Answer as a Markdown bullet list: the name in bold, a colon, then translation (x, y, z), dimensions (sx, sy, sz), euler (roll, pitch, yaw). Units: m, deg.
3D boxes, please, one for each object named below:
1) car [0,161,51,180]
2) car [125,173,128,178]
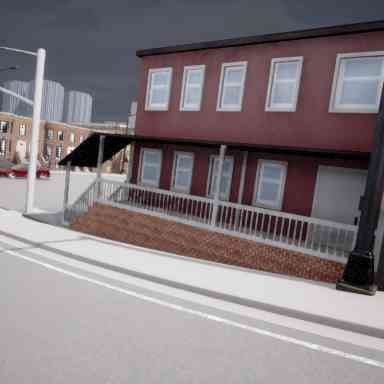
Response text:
- **car**: translation (-16.557, -2.065, 32.832), dimensions (1.882, 1.535, 5.008), euler (10, 6, 35)
- **car**: translation (-7.934, -2.569, 50.680), dimensions (1.882, 1.535, 5.008), euler (10, 6, 36)
